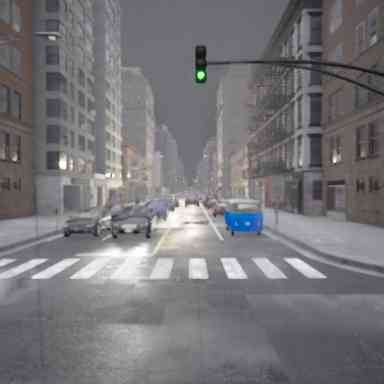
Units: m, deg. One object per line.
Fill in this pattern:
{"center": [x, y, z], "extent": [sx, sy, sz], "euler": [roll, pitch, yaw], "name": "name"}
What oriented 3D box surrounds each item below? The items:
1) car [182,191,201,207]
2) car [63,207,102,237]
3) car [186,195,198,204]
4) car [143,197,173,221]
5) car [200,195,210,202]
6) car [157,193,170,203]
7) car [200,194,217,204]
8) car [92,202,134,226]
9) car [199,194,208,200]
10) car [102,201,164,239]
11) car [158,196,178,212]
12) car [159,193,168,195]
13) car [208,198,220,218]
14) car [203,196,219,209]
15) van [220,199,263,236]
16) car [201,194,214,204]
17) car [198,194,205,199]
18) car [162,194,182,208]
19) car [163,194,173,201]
{"center": [0.018, 1.195, 47.780], "extent": [2.097, 1.767, 4.553], "euler": [0, 0, 0], "name": "car"}
{"center": [-5.381, 1.510, 17.675], "extent": [2.008, 1.369, 4.403], "euler": [0, 0, 0], "name": "car"}
{"center": [0.023, 1.284, 57.812], "extent": [1.882, 1.535, 5.008], "euler": [0, 0, 0], "name": "car"}
{"center": [-2.840, 1.402, 26.664], "extent": [1.882, 1.535, 5.008], "euler": [0, 0, 0], "name": "car"}
{"center": [2.666, 1.308, 68.811], "extent": [2.008, 1.369, 4.403], "euler": [0, 0, 0], "name": "car"}
{"center": [-5.362, 1.119, 63.128], "extent": [2.192, 1.841, 5.009], "euler": [0, 0, 0], "name": "car"}
{"center": [2.656, 1.156, 46.086], "extent": [2.192, 1.841, 5.009], "euler": [0, 0, 0], "name": "car"}
{"center": [-5.379, 1.487, 23.357], "extent": [1.887, 1.381, 4.507], "euler": [0, 0, 0], "name": "car"}
{"center": [2.671, 1.281, 80.174], "extent": [1.947, 1.339, 4.313], "euler": [0, 0, 0], "name": "car"}
{"center": [-2.831, 1.444, 17.221], "extent": [2.128, 1.511, 4.902], "euler": [0, 0, 0], "name": "car"}
{"center": [-2.832, 1.459, 35.890], "extent": [1.994, 1.385, 4.181], "euler": [0, 0, 0], "name": "car"}
{"center": [-5.364, 1.391, 57.448], "extent": [1.947, 1.339, 4.313], "euler": [0, 0, 0], "name": "car"}
{"center": [2.649, 1.482, 29.042], "extent": [1.802, 1.307, 4.206], "euler": [0, 0, 0], "name": "car"}
{"center": [2.654, 1.444, 40.405], "extent": [1.802, 1.307, 4.206], "euler": [0, 0, 0], "name": "car"}
{"center": [2.643, 1.275, 17.680], "extent": [1.690, 1.788, 3.998], "euler": [0, 0, 0], "name": "van"}
{"center": [2.661, 1.239, 57.449], "extent": [1.967, 1.590, 4.097], "euler": [0, 0, 0], "name": "car"}
{"center": [2.675, 1.197, 91.706], "extent": [1.752, 1.417, 4.829], "euler": [0, 0, 0], "name": "car"}
{"center": [-2.787, 1.423, 45.912], "extent": [1.994, 1.385, 4.181], "euler": [0, 0, 1], "name": "car"}
{"center": [-5.357, 1.202, 74.493], "extent": [1.967, 1.590, 4.097], "euler": [0, 0, 0], "name": "car"}
